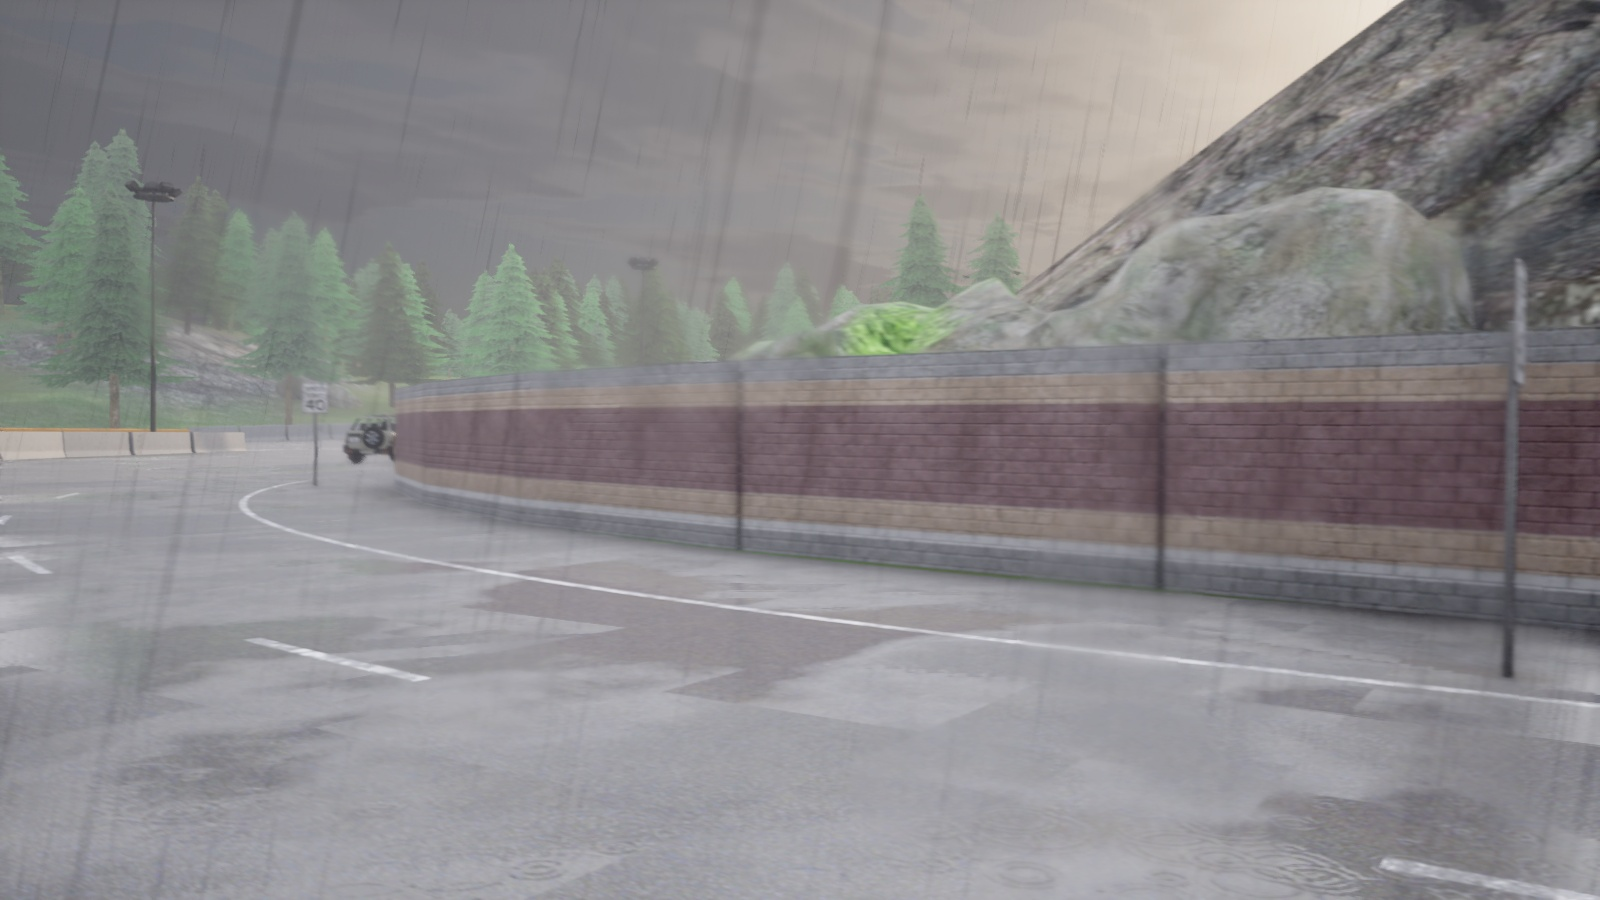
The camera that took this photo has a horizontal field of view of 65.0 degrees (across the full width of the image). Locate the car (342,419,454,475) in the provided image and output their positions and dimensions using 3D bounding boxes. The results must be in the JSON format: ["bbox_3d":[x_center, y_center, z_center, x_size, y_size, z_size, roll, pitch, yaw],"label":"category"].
[{"bbox_3d":[-14.616,-0.165,45.949,1.932,1.855,4.605,0,2,10],"label":"car"}]
